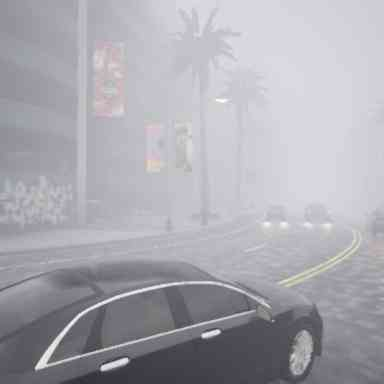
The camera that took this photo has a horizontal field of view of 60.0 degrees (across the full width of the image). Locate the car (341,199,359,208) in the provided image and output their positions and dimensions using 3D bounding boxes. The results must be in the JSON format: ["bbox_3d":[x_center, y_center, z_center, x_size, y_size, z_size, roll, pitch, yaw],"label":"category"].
[{"bbox_3d":[35.219,2.356,73.819,2.185,1.767,4.553,0,-1,17],"label":"car"}]

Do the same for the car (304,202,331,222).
[{"bbox_3d":[11.447,1.763,30.493,2.097,1.767,4.553,0,-1,17],"label":"car"}]

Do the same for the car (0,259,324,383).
[{"bbox_3d":[-0.398,1.556,3.804,4.892,1.490,1.837,1,0,-38],"label":"car"}]

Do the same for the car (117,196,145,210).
[{"bbox_3d":[-8.882,1.649,48.638,2.435,2.045,5.566,0,-1,17],"label":"car"}]

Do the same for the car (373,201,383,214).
[{"bbox_3d":[26.699,2.109,45.708,2.231,1.521,4.892,0,-1,17],"label":"car"}]

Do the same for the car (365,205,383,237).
[{"bbox_3d":[11.446,1.763,19.631,2.128,1.511,4.902,0,-1,23],"label":"car"}]

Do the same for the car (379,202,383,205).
[{"bbox_3d":[19.821,1.952,33.417,2.128,1.511,4.902,0,-1,17],"label":"car"}]

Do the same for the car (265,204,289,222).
[{"bbox_3d":[7.978,1.920,31.114,1.837,1.490,4.892,0,-1,17],"label":"car"}]
